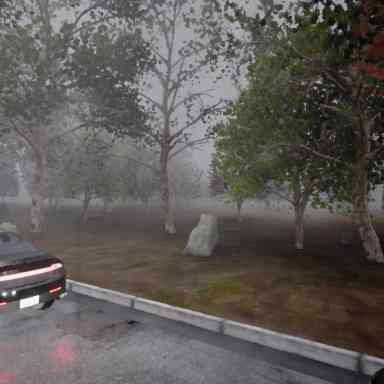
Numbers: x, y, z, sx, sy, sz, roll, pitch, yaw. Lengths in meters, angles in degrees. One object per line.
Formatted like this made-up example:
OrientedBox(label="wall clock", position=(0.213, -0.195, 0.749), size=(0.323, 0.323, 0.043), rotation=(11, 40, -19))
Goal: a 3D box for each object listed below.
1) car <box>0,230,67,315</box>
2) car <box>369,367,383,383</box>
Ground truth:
OrientedBox(label="car", position=(-4.503, 1.501, 6.593), size=(4.902, 1.511, 2.128), rotation=(0, 0, 36))
OrientedBox(label="car", position=(3.227, 1.490, 1.075), size=(4.902, 1.511, 2.128), rotation=(0, 0, 36))
